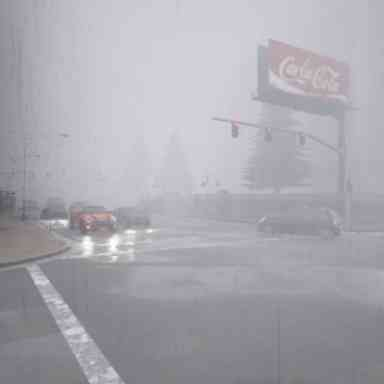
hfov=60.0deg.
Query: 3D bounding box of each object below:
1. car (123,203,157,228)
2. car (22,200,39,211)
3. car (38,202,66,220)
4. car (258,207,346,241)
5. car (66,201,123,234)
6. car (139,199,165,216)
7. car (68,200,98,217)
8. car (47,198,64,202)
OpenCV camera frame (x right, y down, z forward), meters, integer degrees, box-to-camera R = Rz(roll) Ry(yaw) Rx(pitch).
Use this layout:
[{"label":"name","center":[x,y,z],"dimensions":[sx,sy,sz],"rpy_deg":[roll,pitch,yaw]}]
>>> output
[{"label":"car","center":[-4.786,1.864,25.570],"dimensions":[1.837,1.490,4.892],"rpy_deg":[1,-1,-32]},{"label":"car","center":[-24.779,2.018,51.138],"dimensions":[2.097,1.767,4.553],"rpy_deg":[1,-1,-32]},{"label":"car","center":[-13.818,2.004,33.419],"dimensions":[1.994,1.385,4.181],"rpy_deg":[1,-1,-32]},{"label":"car","center":[6.067,1.635,18.656],"dimensions":[4.553,1.767,2.097],"rpy_deg":[0,-2,34]},{"label":"car","center":[-6.453,1.647,21.637],"dimensions":[2.097,1.767,4.553],"rpy_deg":[1,-1,-32]},{"label":"car","center":[-5.165,1.860,39.510],"dimensions":[2.150,2.045,5.566],"rpy_deg":[1,-1,-32]},{"label":"car","center":[-12.504,1.864,37.913],"dimensions":[2.097,1.767,4.553],"rpy_deg":[1,-1,-34]},{"label":"car","center":[-21.777,1.958,52.941],"dimensions":[2.150,2.045,5.566],"rpy_deg":[1,-1,-32]}]
